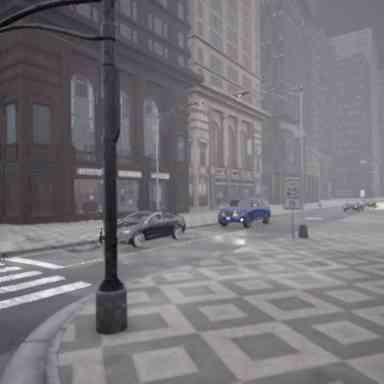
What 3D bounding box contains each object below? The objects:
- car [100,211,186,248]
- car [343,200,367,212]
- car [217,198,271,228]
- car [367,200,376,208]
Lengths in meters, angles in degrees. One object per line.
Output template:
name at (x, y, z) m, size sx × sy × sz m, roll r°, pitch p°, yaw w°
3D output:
car at (-2.198, 1.685, 16.091) m, size 2.128 × 1.511 × 4.902 m, roll -1°, pitch -1°, yaw 34°
car at (21.005, 1.875, 43.153) m, size 1.895 × 1.301 × 4.718 m, roll -1°, pitch -1°, yaw 35°
car at (4.028, 1.456, 24.833) m, size 2.150 × 2.045 × 5.566 m, roll -1°, pitch -1°, yaw 35°
car at (28.427, 1.917, 53.574) m, size 1.895 × 1.301 × 4.718 m, roll -1°, pitch -1°, yaw 34°
